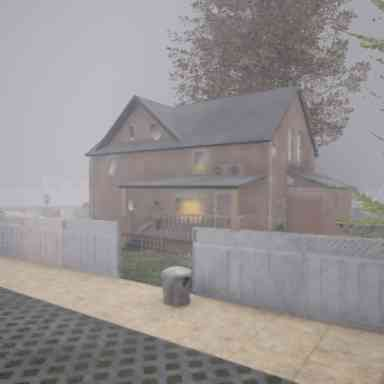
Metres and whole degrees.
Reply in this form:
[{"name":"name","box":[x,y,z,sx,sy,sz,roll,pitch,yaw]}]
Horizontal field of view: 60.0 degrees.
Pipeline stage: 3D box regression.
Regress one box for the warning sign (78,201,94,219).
[{"name":"warning sign","box":[-11.468,1.904,35.951,1.300,1.860,1.060,2,1,20]}]
